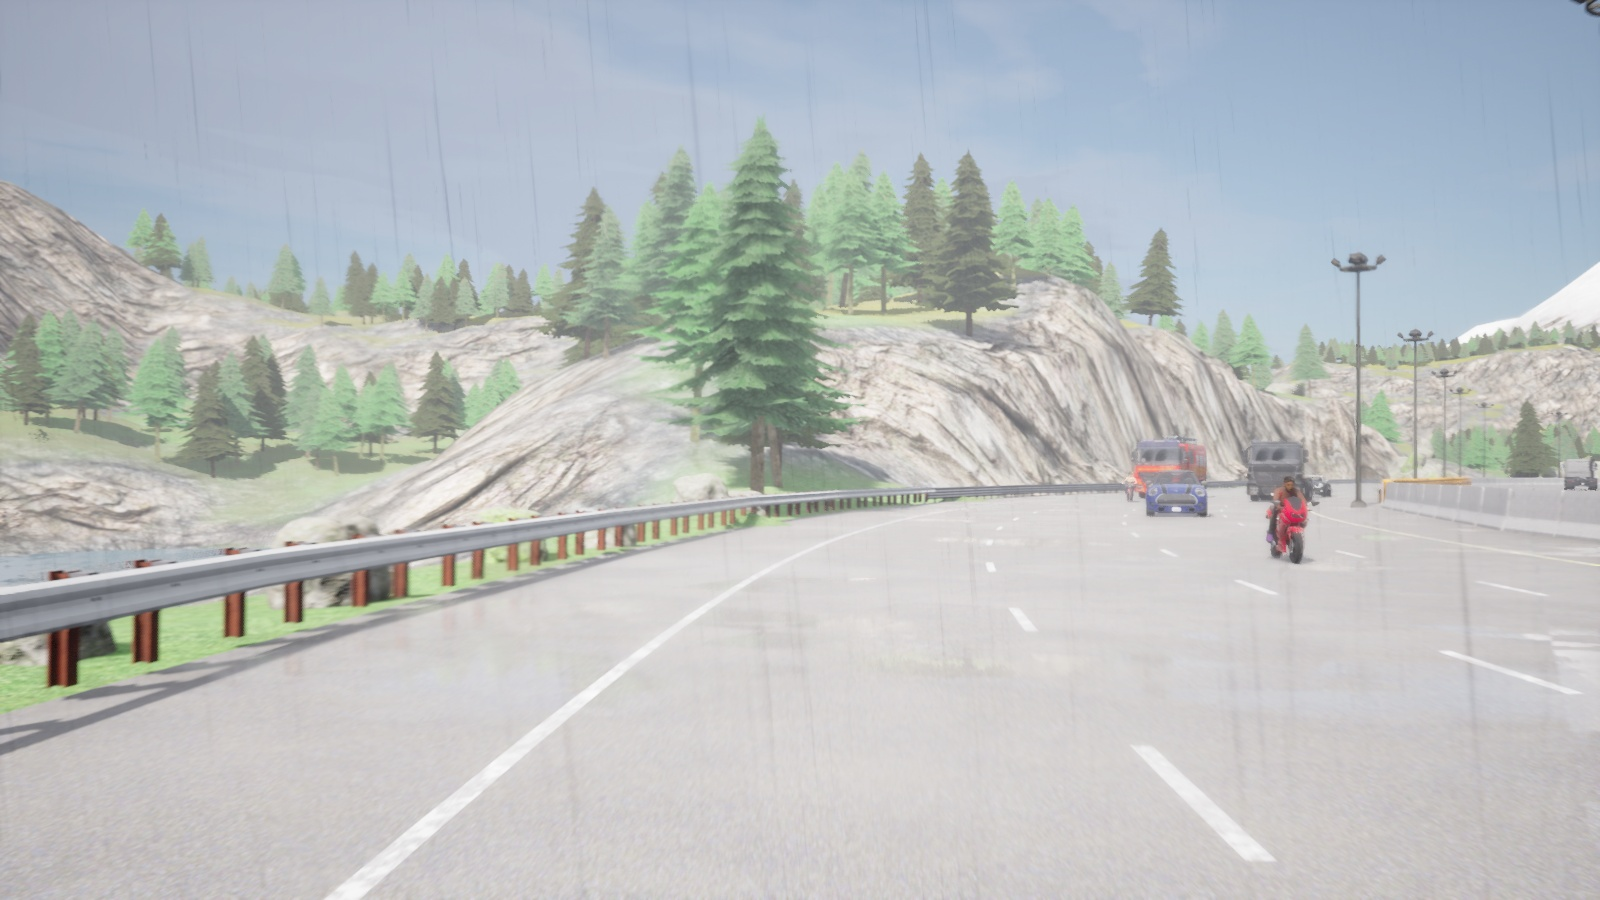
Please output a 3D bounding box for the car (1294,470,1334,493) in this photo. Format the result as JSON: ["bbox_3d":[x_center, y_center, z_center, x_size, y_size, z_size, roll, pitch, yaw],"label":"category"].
[{"bbox_3d":[34.911,2.132,85.260,1.970,1.475,3.806,-1,-1,30],"label":"car"}]

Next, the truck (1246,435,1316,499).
[{"bbox_3d":[27.663,0.979,72.048,2.891,3.462,7.936,-1,-1,27],"label":"truck"}]

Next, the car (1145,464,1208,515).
[{"bbox_3d":[13.724,1.410,45.813,2.097,1.767,4.553,0,-1,16],"label":"car"}]

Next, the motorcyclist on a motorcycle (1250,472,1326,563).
[{"bbox_3d":[8.626,1.151,22.262,0.797,1.523,2.044,1,-1,8],"label":"motorcyclist on a motorcycle"}]

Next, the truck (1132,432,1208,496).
[{"bbox_3d":[23.370,0.923,79.035,2.891,3.827,8.468,-1,-1,28],"label":"truck"}]
